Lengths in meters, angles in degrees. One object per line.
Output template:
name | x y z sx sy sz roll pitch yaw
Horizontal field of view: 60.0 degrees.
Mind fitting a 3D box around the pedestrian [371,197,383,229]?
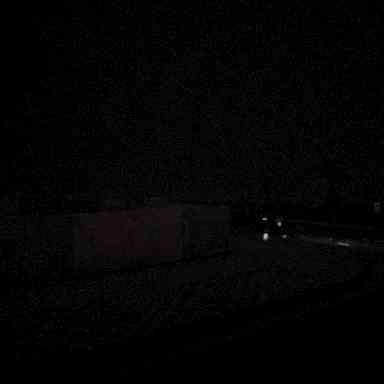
pedestrian | 10.578 1.155 19.030 0.375 1.860 0.375 2 -1 -36

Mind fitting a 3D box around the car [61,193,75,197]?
car | -21.478 0.852 58.408 2.033 1.411 5.357 1 0 -36

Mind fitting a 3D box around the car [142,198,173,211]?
car | -2.731 1.232 27.429 1.882 1.535 5.008 1 0 -36

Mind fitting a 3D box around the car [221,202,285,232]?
car | 3.130 1.376 19.318 2.128 1.511 4.902 1 0 -36

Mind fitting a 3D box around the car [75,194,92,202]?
car | -15.736 0.964 50.461 1.812 1.442 4.674 1 0 -36

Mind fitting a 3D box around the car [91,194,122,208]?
car | -8.747 1.096 35.782 1.882 1.535 5.008 1 0 -36
